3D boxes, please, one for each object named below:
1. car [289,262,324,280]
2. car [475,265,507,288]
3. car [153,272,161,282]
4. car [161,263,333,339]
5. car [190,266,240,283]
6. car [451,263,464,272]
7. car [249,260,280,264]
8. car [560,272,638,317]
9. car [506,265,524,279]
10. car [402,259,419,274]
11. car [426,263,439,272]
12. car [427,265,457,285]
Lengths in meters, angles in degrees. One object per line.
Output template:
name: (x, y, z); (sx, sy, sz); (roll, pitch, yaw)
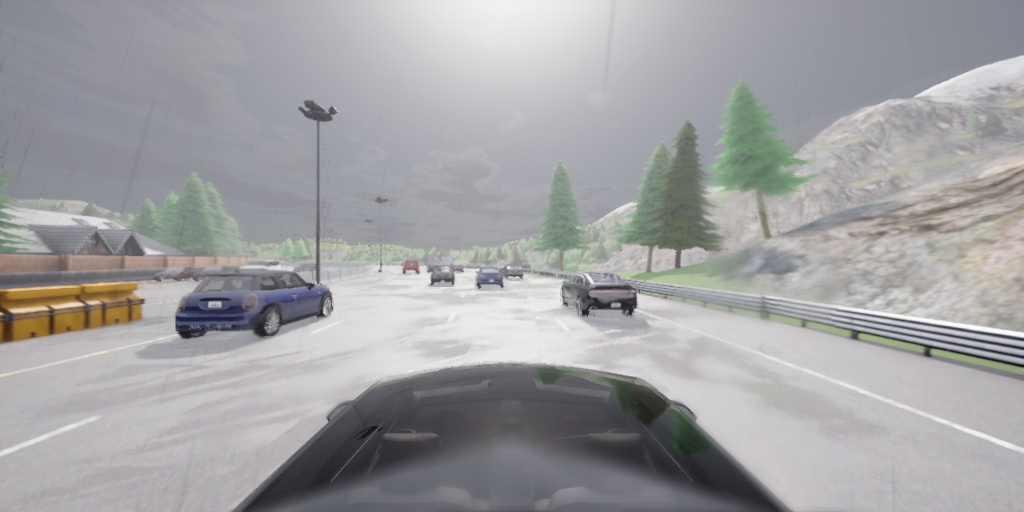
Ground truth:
car: (-22.193, 1.546, 38.929); (2.097, 1.767, 4.553); (0, 0, -14)
car: (-1.726, 1.540, 26.514); (1.812, 1.442, 4.674); (0, -1, -8)
car: (-31.912, 1.697, 34.440); (1.812, 1.442, 4.674); (0, -1, -13)
car: (-7.230, 1.214, 10.715); (2.097, 1.767, 4.553); (0, -1, -3)
car: (-28.309, 1.688, 34.380); (1.812, 1.442, 4.674); (0, -1, -13)
car: (-8.949, 1.841, 56.867); (2.128, 1.511, 4.902); (0, -1, -19)
car: (-25.078, 1.395, 35.970); (2.150, 2.045, 5.566); (0, -1, -13)
car: (3.125, 1.360, 13.735); (2.128, 1.511, 4.902); (0, -1, -4)
car: (-0.178, 1.680, 38.141); (2.033, 1.411, 5.357); (0, -1, -13)
car: (-15.382, 1.559, 54.308); (2.150, 2.045, 5.566); (0, -1, -19)
car: (-12.163, 1.847, 55.442); (1.837, 1.490, 4.892); (1, -1, -19)
car: (-5.754, 1.661, 29.934); (1.895, 1.301, 4.718); (0, -1, -10)
